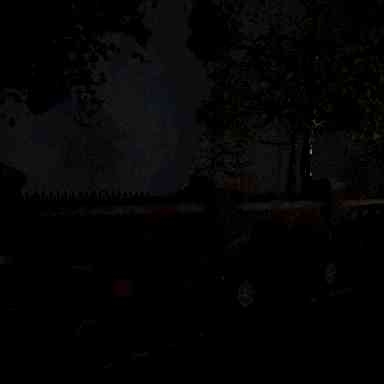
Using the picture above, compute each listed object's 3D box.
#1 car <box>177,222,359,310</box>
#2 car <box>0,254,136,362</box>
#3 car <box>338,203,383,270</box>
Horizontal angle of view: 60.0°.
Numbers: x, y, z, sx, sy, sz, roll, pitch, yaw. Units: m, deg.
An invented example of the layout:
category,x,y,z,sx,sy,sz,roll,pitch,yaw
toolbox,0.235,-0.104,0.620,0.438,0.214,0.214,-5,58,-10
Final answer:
category,x,y,z,sx,sy,sz,roll,pitch,yaw
car,1.747,1.544,7.822,4.507,1.381,1.887,0,0,-36
car,-2.830,1.582,4.542,4.206,1.307,1.802,0,0,-36
car,6.325,1.314,11.102,5.009,1.841,2.192,0,0,-36
